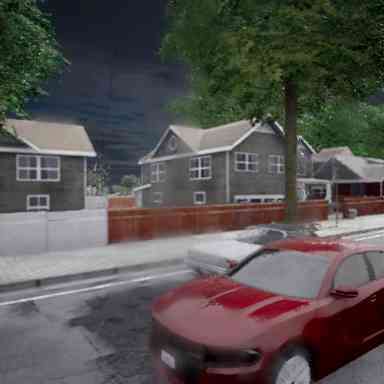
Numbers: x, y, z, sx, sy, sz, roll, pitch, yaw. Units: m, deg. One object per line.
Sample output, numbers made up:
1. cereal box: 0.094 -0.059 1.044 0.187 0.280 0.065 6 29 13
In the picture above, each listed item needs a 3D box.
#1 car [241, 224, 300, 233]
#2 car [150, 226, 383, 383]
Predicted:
1. car: 2.115 1.597 9.242 4.718 1.301 1.895 -1 0 -36
2. car: 1.766 1.476 4.977 5.008 1.535 1.882 0 0 -36
